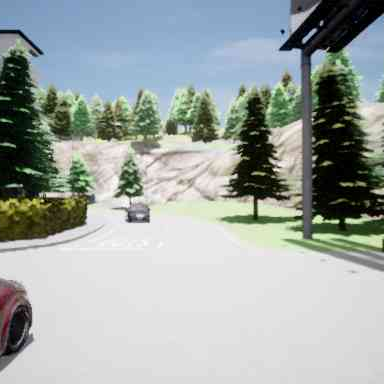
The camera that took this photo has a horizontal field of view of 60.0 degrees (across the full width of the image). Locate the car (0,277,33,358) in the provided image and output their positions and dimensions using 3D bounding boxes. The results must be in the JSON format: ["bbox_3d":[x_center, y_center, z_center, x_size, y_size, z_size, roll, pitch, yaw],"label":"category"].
[{"bbox_3d":[-3.417,1.579,3.338,1.994,1.385,4.181,0,-1,1],"label":"car"}]

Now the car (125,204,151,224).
[{"bbox_3d":[-4.645,1.813,28.467,2.128,1.511,4.902,0,-1,-14],"label":"car"}]
